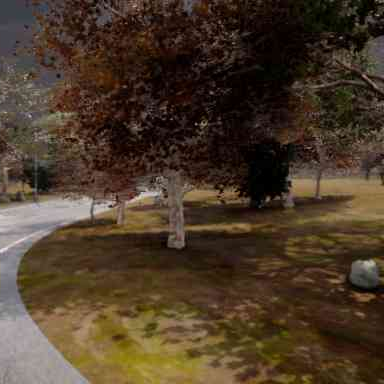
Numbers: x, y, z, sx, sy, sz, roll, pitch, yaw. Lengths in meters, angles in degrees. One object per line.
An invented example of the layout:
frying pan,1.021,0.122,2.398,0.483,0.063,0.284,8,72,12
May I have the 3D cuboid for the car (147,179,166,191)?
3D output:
car,-5.891,-1.264,56.200,2.150,2.045,5.566,0,4,10
